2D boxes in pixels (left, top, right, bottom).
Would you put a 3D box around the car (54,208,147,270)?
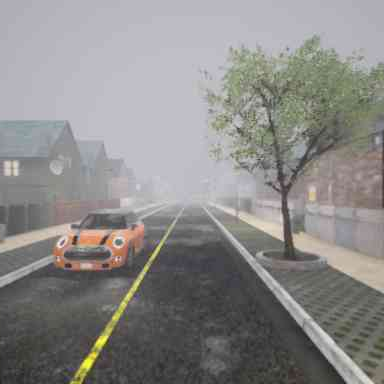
[{"bbox_3d":[-2.821,1.401,11.181,2.097,1.767,4.553,0,0,0],"label":"car"}]
